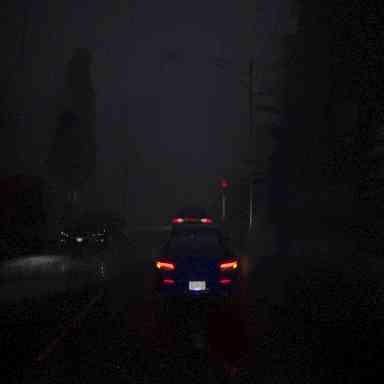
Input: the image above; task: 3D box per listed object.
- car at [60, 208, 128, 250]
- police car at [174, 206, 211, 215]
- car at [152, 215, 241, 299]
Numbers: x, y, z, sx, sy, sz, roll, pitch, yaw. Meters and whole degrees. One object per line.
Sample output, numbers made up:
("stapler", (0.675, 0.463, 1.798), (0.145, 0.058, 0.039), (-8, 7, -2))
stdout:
("car", (-4.065, 1.505, 14.494), (1.837, 1.490, 4.892), (0, -1, 0))
("police car", (0.017, 1.503, 17.619), (2.038, 1.542, 4.974), (0, 0, 0))
("car", (0.095, 1.525, 8.300), (1.812, 1.442, 4.674), (0, 0, 0))
